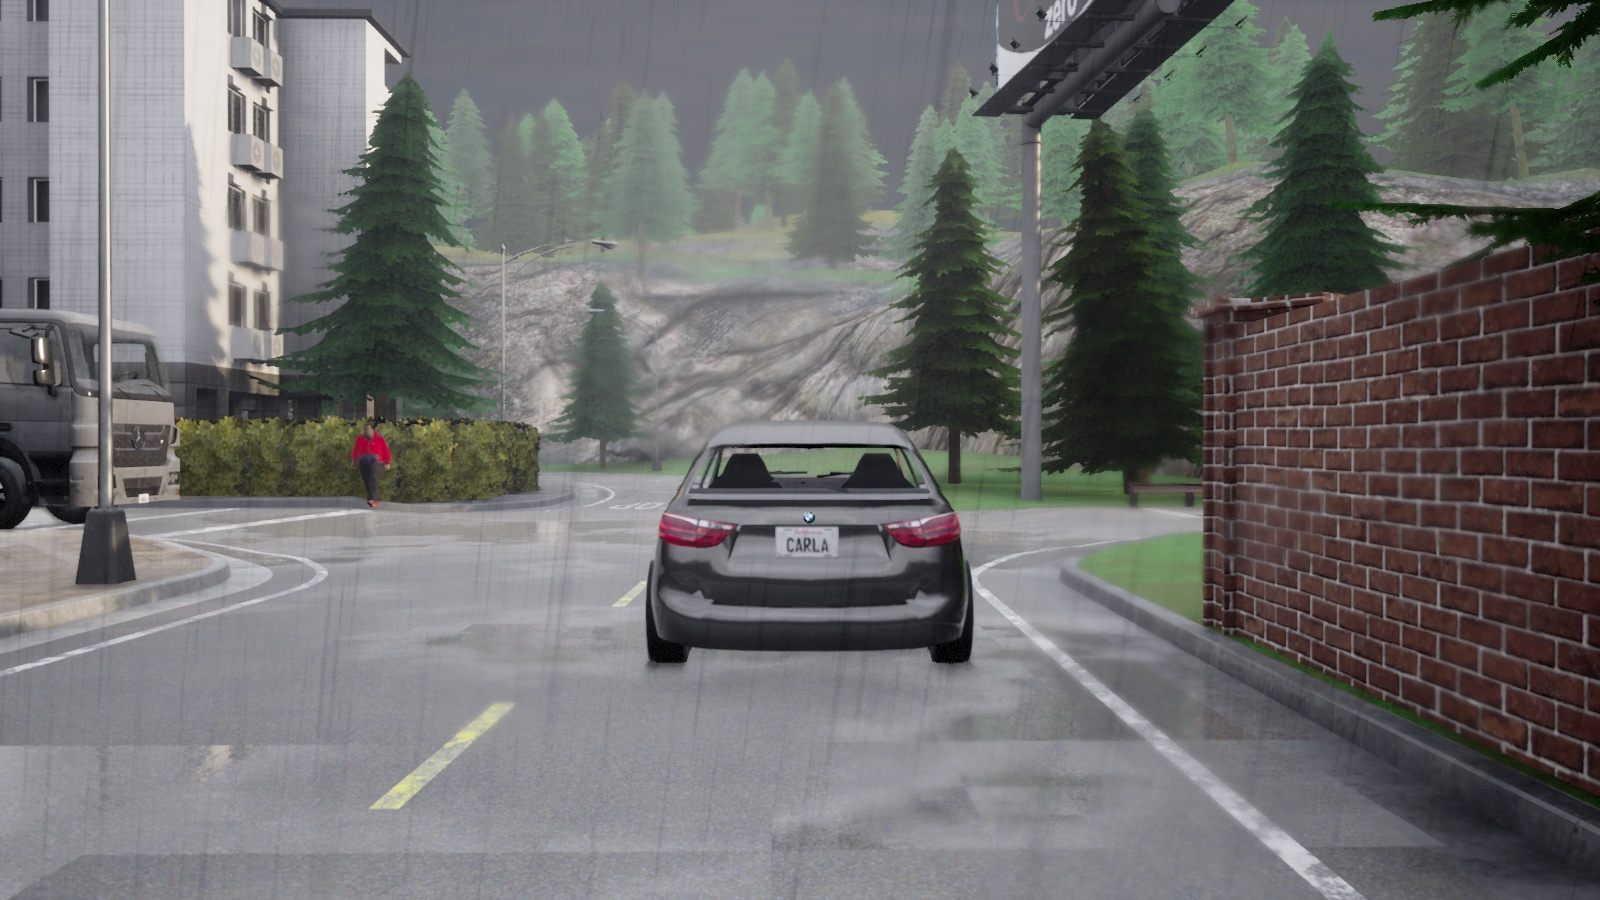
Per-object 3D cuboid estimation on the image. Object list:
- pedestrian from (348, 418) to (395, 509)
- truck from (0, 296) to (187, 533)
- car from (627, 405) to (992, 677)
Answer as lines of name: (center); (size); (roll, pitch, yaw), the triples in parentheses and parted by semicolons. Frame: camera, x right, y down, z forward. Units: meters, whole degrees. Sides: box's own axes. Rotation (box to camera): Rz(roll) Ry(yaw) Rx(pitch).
pedestrian: (-8.766, 0.268, 25.718); (0.634, 1.844, 0.899); (0, 0, 2)
truck: (-14.317, -0.524, 19.733); (7.936, 3.462, 2.891); (0, 0, -1)
car: (0.073, 0.541, 10.021); (2.242, 1.667, 4.611); (0, 0, 0)
